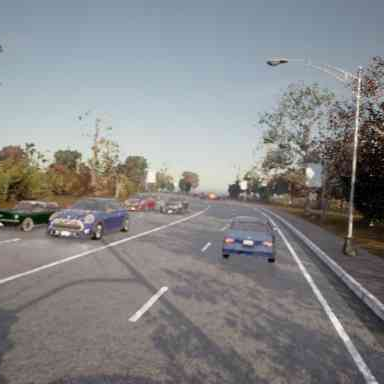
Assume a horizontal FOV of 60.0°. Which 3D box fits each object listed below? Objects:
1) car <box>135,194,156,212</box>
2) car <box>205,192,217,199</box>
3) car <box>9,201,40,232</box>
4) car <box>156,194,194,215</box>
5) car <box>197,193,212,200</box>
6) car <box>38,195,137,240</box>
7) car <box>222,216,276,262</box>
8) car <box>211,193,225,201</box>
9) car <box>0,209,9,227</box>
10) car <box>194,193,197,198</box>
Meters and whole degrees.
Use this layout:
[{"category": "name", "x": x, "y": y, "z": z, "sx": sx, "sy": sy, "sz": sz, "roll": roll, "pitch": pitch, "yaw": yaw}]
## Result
[{"category": "car", "x": -4.938, "y": 0.962, "z": 32.362, "sx": 2.097, "sy": 1.767, "sz": 4.553, "roll": 3, "pitch": 0, "yaw": 9}, {"category": "car", "x": 5.220, "y": 0.994, "z": 93.796, "sx": 2.097, "sy": 1.767, "sz": 4.553, "roll": 3, "pitch": 0, "yaw": -13}, {"category": "car", "x": -7.848, "y": 1.107, "z": 16.508, "sx": 1.895, "sy": 1.301, "sz": 4.718, "roll": 3, "pitch": 0, "yaw": 11}, {"category": "car", "x": -1.540, "y": 1.168, "z": 31.493, "sx": 2.097, "sy": 1.767, "sz": 4.553, "roll": 3, "pitch": 0, "yaw": 9}, {"category": "car", "x": 3.349, "y": 1.207, "z": 84.162, "sx": 1.837, "sy": 1.490, "sz": 4.892, "roll": 3, "pitch": 0, "yaw": -9}, {"category": "car", "x": -4.522, "y": 1.060, "z": 15.264, "sx": 2.097, "sy": 1.767, "sz": 4.553, "roll": 3, "pitch": 0, "yaw": 11}, {"category": "car", "x": 2.254, "y": 1.667, "z": 12.953, "sx": 2.033, "sy": 1.411, "sz": 5.357, "roll": 3, "pitch": 0, "yaw": 11}, {"category": "car", "x": 6.954, "y": 1.435, "z": 83.639, "sx": 1.837, "sy": 1.490, "sz": 4.892, "roll": 3, "pitch": 0, "yaw": -9}, {"category": "car", "x": -6.284, "y": 1.107, "z": 6.285, "sx": 2.128, "sy": 1.511, "sz": 4.902, "roll": 3, "pitch": 0, "yaw": 11}, {"category": "car", "x": 1.542, "y": 0.940, "z": 94.230, "sx": 1.882, "sy": 1.535, "sz": 5.008, "roll": 3, "pitch": 0, "yaw": -13}]
